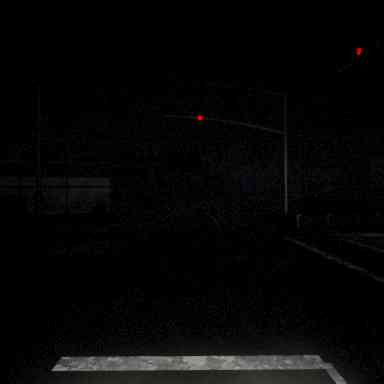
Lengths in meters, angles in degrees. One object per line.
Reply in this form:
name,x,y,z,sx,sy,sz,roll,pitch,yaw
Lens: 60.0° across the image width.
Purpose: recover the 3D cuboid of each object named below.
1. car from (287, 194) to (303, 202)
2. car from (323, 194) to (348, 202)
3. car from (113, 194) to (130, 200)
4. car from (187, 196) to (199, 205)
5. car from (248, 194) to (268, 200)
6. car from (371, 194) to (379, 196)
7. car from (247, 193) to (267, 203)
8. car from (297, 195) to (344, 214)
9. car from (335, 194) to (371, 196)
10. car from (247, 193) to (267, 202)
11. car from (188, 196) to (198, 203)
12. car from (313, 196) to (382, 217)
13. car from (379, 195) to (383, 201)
car,21.306,1.097,65.675,4.605,1.855,1.932,0,0,0
car,31.291,1.298,72.653,4.514,1.523,2.007,0,0,0
car,-19.433,1.332,91.525,4.674,1.442,1.812,0,0,0
car,0.229,1.505,59.243,1.837,1.490,4.892,0,0,0
car,18.102,1.333,91.563,4.902,1.511,2.128,0,0,0
car,38.354,1.232,69.017,3.806,1.475,1.970,0,0,0
car,12.827,1.361,65.605,3.806,1.475,1.970,0,0,0
car,13.006,1.330,31.348,5.027,1.636,2.152,0,0,0
car,20.636,1.320,43.223,3.633,1.501,1.845,0,0,0
car,13.426,1.077,68.932,3.866,1.878,1.905,0,0,0
car,0.249,1.547,69.629,2.033,1.411,5.357,0,0,0
car,13.070,1.339,28.212,4.514,1.523,2.007,0,0,0
car,38.701,1.153,62.601,5.027,1.636,2.152,0,0,0
